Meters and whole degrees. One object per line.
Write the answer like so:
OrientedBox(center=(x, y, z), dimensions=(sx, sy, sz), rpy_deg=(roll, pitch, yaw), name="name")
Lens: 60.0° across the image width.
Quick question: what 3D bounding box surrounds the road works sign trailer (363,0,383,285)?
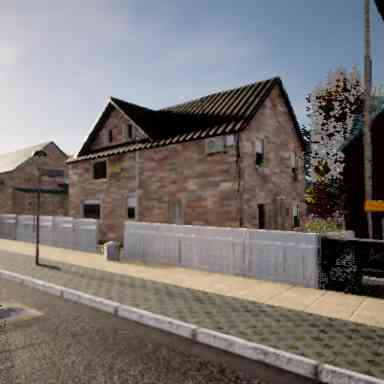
OrientedBox(center=(1.401, 0.574, 2.259), dimensions=(2.880, 3.560, 2.380), rpy_deg=(-1, -3, 38), name="road works sign trailer")
